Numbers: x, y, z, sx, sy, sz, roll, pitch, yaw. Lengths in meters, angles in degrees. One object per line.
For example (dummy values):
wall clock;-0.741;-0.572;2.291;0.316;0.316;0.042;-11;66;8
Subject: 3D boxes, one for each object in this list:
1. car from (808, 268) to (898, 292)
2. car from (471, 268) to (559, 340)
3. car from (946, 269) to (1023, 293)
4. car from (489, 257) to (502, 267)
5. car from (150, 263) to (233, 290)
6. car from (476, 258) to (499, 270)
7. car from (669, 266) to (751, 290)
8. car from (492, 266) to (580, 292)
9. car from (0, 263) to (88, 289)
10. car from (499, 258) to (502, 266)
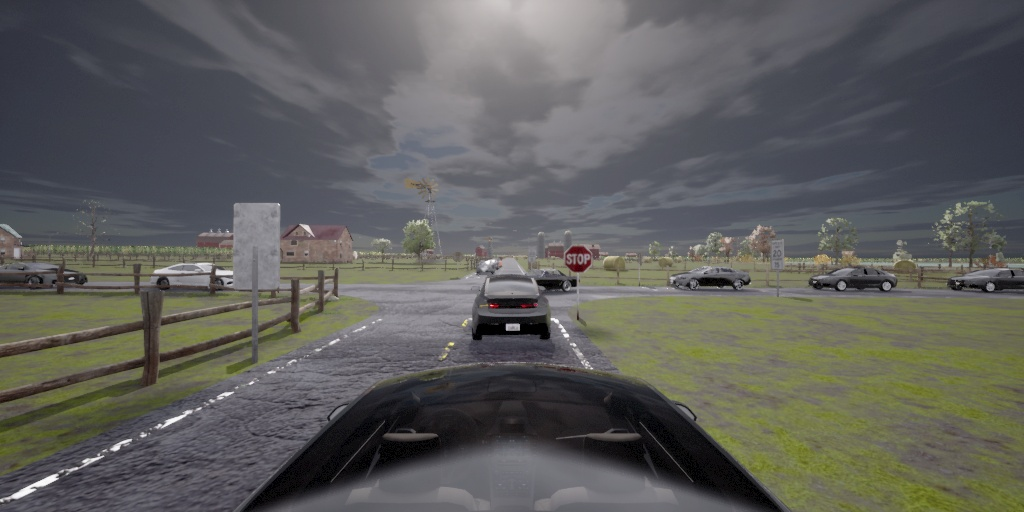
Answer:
car;22.186;1.503;23.449;4.892;1.490;1.837;1;-1;-1
car;-0.079;1.258;9.989;1.837;1.490;4.892;0;0;-2
car;31.689;1.591;23.576;4.892;1.490;1.837;1;-1;-1
car;-2.873;1.110;64.624;2.097;1.767;4.553;0;0;0
car;-17.255;1.107;19.935;4.674;1.442;1.812;1;-1;-1
car;-2.886;1.249;39.533;2.128;1.511;4.902;0;0;0
car;12.785;1.401;23.272;4.902;1.511;2.128;1;-1;-2
car;1.488;1.373;20.036;4.718;1.301;1.895;1;0;-35
car;-26.375;1.051;19.807;4.181;1.385;1.994;1;-1;-1
car;-2.872;1.249;51.994;2.128;1.511;4.902;0;0;1
